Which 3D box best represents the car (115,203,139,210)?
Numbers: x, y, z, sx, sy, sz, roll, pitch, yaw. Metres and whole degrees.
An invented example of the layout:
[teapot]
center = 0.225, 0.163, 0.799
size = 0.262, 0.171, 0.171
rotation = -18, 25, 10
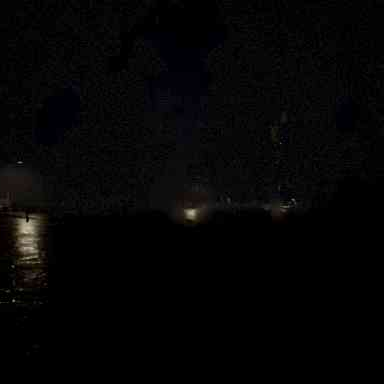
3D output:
[car]
center = -13.062, 2.858, 67.203
size = 2.033, 1.411, 5.357
rotation = -1, -2, 35
